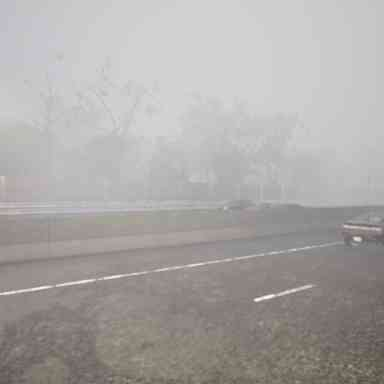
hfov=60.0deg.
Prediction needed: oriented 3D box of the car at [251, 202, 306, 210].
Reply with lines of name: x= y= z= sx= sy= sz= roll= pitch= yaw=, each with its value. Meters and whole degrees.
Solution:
car: x=7.291 y=1.615 z=26.391 sx=4.892 sy=1.490 sz=1.837 roll=0 pitch=0 yaw=-35

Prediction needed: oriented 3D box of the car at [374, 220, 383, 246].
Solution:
car: x=7.073 y=1.534 z=8.792 sx=5.008 sy=1.535 sz=1.882 roll=0 pitch=0 yaw=-36

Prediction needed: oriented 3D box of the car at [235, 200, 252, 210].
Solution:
car: x=6.288 y=1.681 z=29.973 sx=4.181 sy=1.385 sz=1.994 roll=0 pitch=0 yaw=-35

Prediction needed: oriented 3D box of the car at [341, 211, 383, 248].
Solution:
car: x=8.179 y=1.568 z=13.883 sx=4.902 sy=1.511 sz=2.128 roll=0 pitch=0 yaw=-35

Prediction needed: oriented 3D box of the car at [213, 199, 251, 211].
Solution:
car: x=4.270 y=1.468 z=32.832 sx=4.553 sy=1.767 sz=2.097 roll=0 pitch=0 yaw=-35
